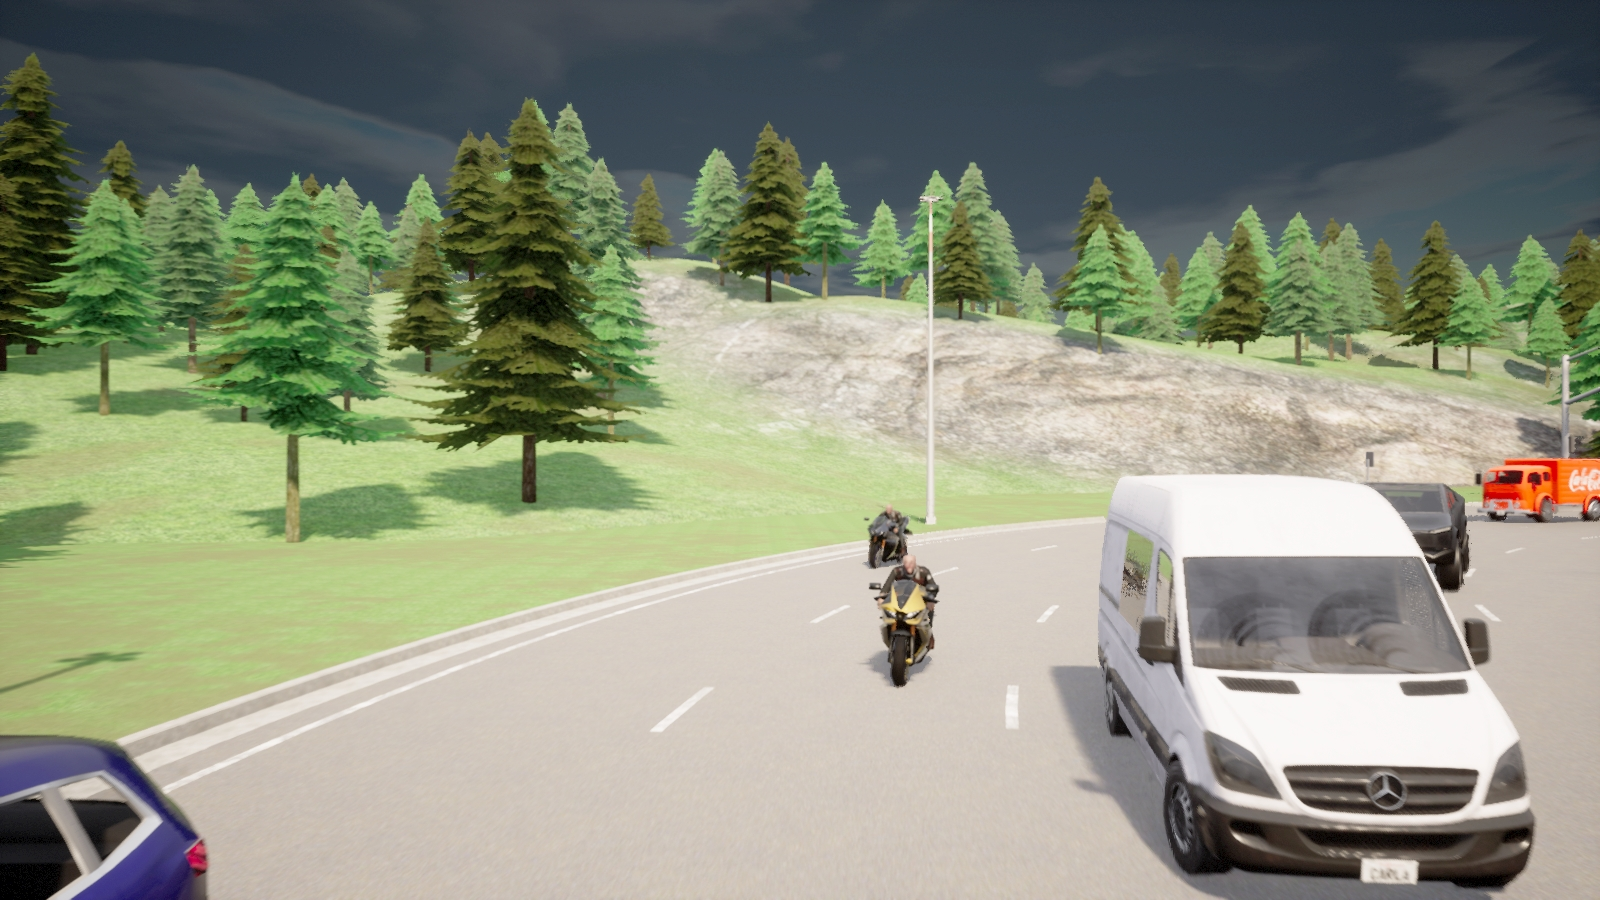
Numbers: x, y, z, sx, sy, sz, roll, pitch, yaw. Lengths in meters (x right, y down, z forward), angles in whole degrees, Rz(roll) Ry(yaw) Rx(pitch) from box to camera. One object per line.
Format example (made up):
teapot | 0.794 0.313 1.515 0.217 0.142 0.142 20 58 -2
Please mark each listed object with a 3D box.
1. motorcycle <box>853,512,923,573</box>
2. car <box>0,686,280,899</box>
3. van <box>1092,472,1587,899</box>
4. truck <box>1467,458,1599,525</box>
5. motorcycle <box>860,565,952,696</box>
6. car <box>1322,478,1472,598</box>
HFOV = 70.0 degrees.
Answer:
motorcycle | 2.128 2.194 27.458 0.867 1.251 2.209 2 1 27
car | -3.636 1.965 3.152 2.242 1.667 4.611 0 0 1
van | 3.784 1.530 9.416 1.988 2.561 5.915 -1 0 8
truck | 28.932 1.557 44.471 5.204 2.467 2.627 0 -1 -26
motorcycle | 1.369 2.199 14.340 0.867 1.251 2.209 1 0 12
car | 13.123 1.745 24.878 2.390 2.098 6.274 0 0 32
